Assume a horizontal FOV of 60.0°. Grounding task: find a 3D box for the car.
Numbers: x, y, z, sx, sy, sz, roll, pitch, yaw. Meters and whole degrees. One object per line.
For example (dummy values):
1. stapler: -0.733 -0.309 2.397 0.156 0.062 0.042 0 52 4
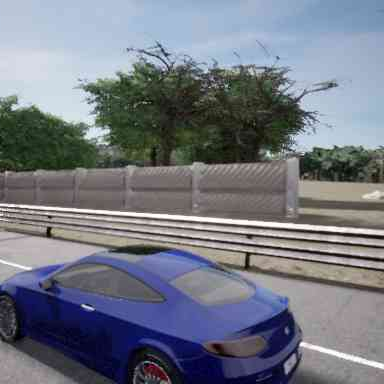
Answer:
1. car: -0.896 1.480 4.626 4.674 1.442 1.812 1 1 35
